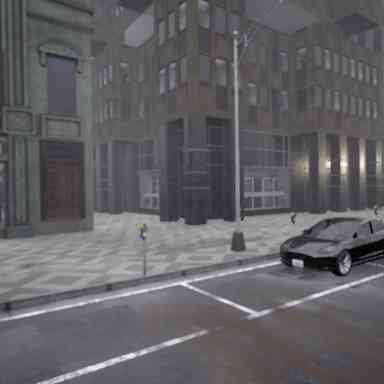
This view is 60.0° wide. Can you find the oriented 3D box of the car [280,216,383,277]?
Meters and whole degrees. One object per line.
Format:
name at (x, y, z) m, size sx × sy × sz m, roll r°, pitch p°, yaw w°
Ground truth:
car at (4.498, 1.427, 9.823) m, size 4.313 × 1.339 × 1.947 m, roll -1°, pitch 0°, yaw -35°
